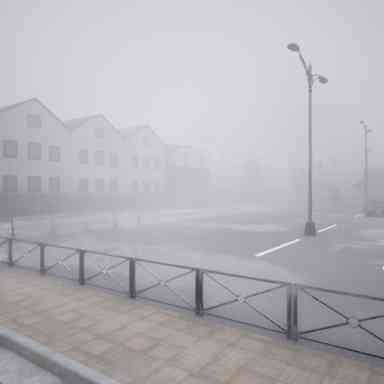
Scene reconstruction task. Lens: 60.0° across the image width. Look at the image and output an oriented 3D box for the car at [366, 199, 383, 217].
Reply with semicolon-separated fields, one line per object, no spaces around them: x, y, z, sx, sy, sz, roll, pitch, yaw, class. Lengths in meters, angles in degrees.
15.327;1.297;26.874;2.007;1.523;4.514;0;0;35;car
